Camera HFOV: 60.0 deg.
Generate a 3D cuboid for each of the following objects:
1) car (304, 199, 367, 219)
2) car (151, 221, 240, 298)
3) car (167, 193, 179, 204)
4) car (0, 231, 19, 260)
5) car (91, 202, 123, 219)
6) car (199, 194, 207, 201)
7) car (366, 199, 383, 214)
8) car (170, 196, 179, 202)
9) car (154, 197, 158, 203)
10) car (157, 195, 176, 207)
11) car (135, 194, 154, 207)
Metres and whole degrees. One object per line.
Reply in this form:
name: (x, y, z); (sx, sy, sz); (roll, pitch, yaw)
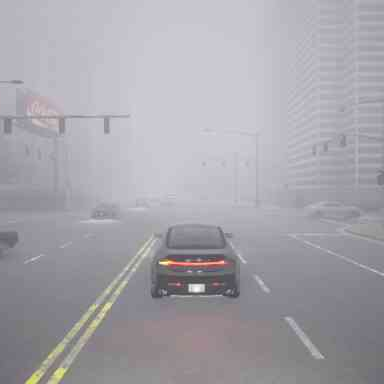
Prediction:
car: (12.064, 1.533, 28.660); (4.674, 1.442, 1.812); (0, 0, 4)
car: (0.054, 1.507, 8.494); (1.837, 1.490, 4.892); (0, 0, -1)
car: (-3.972, 1.241, 63.354); (2.150, 2.045, 5.566); (0, 0, 0)
car: (-7.159, 1.604, 9.743); (1.895, 1.301, 4.718); (0, 0, 0)
car: (-7.288, 1.572, 28.717); (1.994, 1.385, 4.181); (0, 0, 0)
car: (2.903, 1.380, 88.751); (2.097, 1.767, 4.553); (0, 0, 0)
car: (18.440, 1.487, 35.710); (5.008, 1.535, 1.882); (0, 0, -1)
car: (-4.007, 1.616, 75.539); (1.895, 1.301, 4.718); (0, 0, 0)
car: (-7.464, 1.619, 65.644); (1.895, 1.301, 4.718); (0, 0, 0)
car: (-3.923, 1.540, 51.751); (1.812, 1.442, 4.674); (0, 0, 0)
car: (-7.429, 1.505, 50.154); (2.128, 1.511, 4.902); (0, 0, 0)
